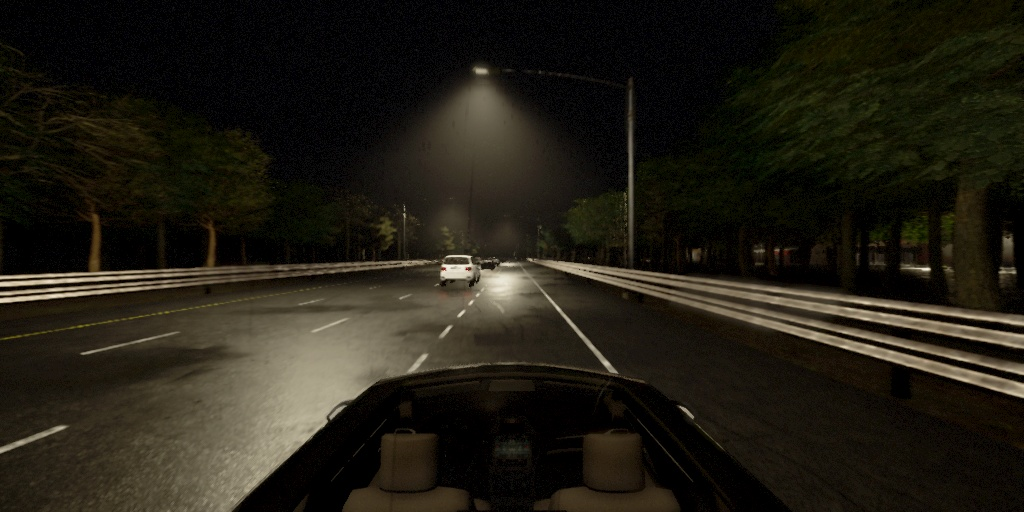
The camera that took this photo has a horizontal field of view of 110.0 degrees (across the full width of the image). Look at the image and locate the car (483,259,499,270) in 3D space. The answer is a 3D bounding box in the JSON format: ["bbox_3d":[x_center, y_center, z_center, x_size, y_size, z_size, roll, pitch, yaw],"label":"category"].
[{"bbox_3d":[-3.464,1.285,52.986,2.128,1.511,4.902,0,0,0],"label":"car"}]

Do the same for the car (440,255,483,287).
[{"bbox_3d":[-3.502,0.980,24.965,2.150,2.045,5.566,0,0,0],"label":"car"}]
